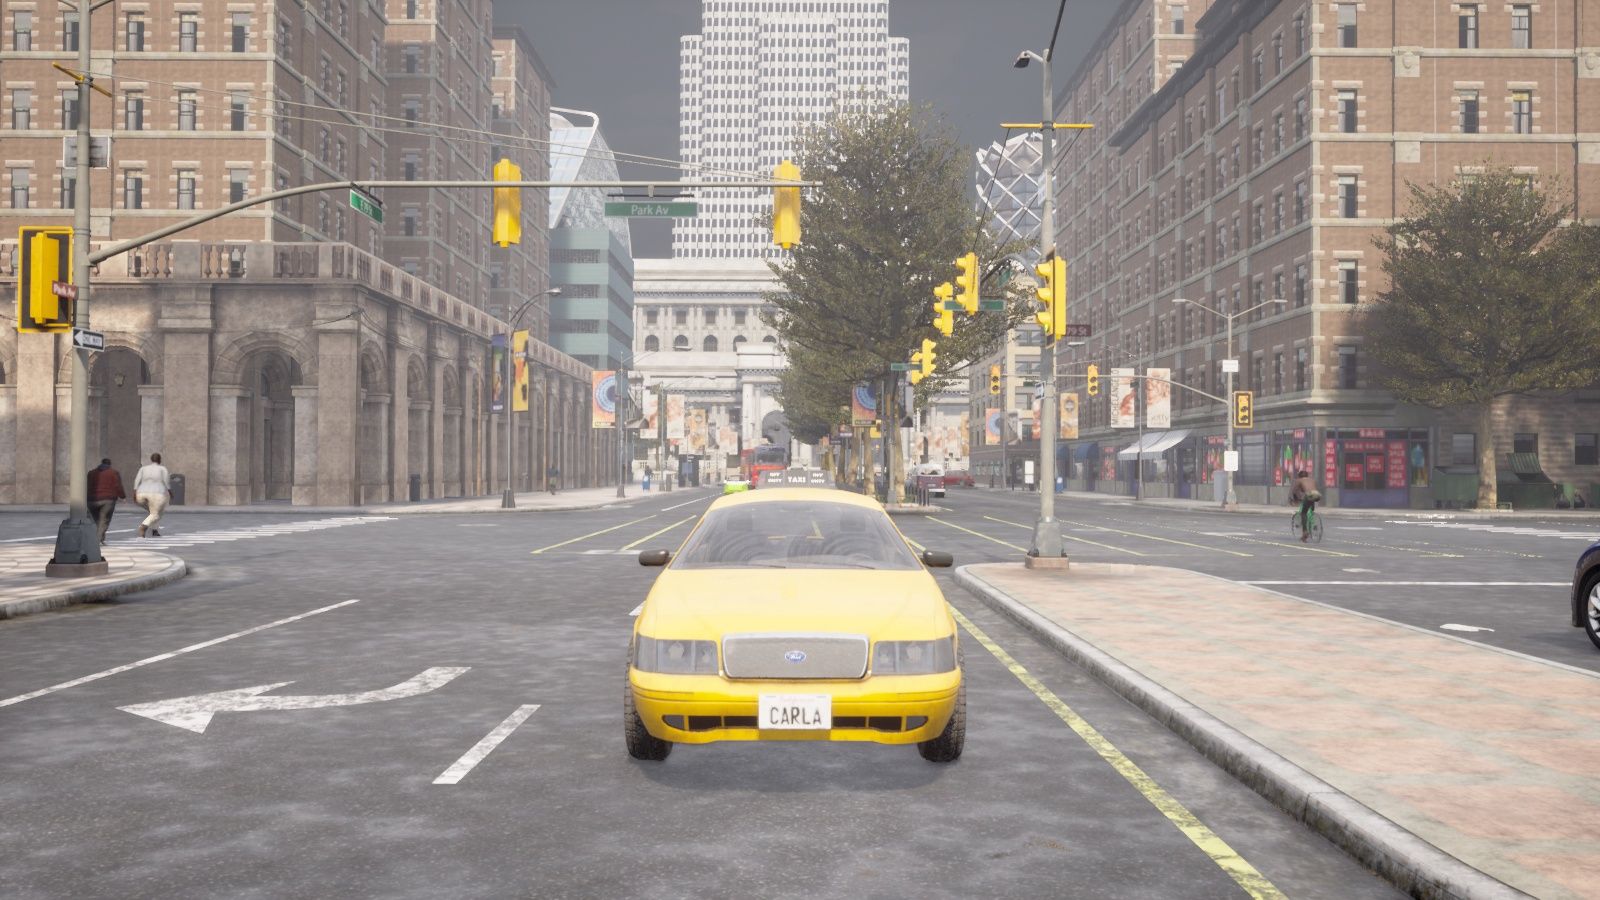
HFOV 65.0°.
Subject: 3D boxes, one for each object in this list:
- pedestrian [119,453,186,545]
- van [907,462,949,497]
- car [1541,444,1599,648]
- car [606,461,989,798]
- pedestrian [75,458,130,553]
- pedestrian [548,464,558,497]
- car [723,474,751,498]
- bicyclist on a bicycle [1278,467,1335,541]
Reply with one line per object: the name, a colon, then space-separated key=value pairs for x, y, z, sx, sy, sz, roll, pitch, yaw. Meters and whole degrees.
pedestrian: x=-13.313 y=1.000 z=25.836 sx=0.874 sy=1.855 sz=0.900 roll=0 pitch=-1 yaw=3
van: x=7.824 y=1.798 z=76.954 sx=2.069 sy=2.038 sz=4.480 roll=0 pitch=-1 yaw=0
car: x=7.978 y=0.800 z=9.444 sx=2.097 sy=1.767 sz=4.553 roll=0 pitch=-1 yaw=0
car: x=-0.020 y=0.901 z=8.596 sx=1.801 sy=1.575 sz=5.366 roll=0 pitch=-1 yaw=0
pedestrian: x=-13.942 y=1.097 z=25.114 sx=0.634 sy=1.844 sz=0.899 roll=0 pitch=-1 yaw=-4
pedestrian: x=-13.699 y=1.695 z=69.671 sx=0.370 sy=1.835 sz=0.726 roll=0 pitch=-1 yaw=0
car: x=-3.661 y=2.114 z=73.253 sx=1.481 sy=1.376 sz=2.207 roll=0 pitch=-1 yaw=0
bicyclist on a bicycle: x=11.435 y=1.199 z=28.406 sx=0.582 sy=1.620 sz=1.656 roll=0 pitch=-1 yaw=0
